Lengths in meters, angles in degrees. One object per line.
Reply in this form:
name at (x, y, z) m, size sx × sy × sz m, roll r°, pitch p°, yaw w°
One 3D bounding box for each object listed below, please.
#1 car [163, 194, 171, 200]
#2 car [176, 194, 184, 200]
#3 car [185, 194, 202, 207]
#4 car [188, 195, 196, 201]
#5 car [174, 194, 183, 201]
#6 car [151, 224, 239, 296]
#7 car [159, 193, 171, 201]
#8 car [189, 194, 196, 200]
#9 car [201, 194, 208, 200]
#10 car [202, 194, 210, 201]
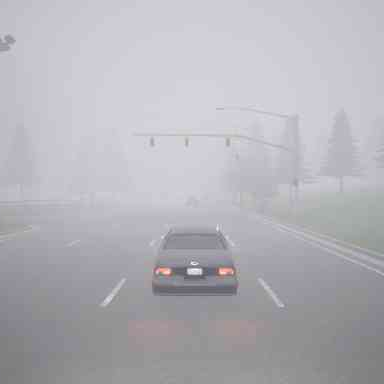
car at (-6.955, 1.385, 93.895) m, size 1.994 × 1.385 × 4.181 m, roll 0°, pitch 0°, yaw 0°
car at (-3.455, 1.358, 93.893) m, size 2.128 × 1.511 × 4.902 m, roll 0°, pitch 0°, yaw 0°
car at (0.023, 1.352, 52.829) m, size 2.097 × 1.767 × 4.553 m, roll 0°, pitch 0°, yaw 0°
car at (0.040, 1.531, 83.472) m, size 2.033 × 1.411 × 5.357 m, roll 0°, pitch 0°, yaw 0°
car at (-3.460, 1.517, 83.890) m, size 1.812 × 1.442 × 4.674 m, roll 0°, pitch 0°, yaw 0°
car at (0.070, 1.547, 8.790) m, size 2.033 × 1.411 × 5.357 m, roll 0°, pitch 0°, yaw 0°
car at (-6.960, 1.217, 83.505) m, size 2.150 × 2.045 × 5.566 m, roll 0°, pitch 0°, yaw 0°
car at (0.045, 1.310, 93.892) m, size 1.882 × 1.535 × 5.008 m, roll 0°, pitch 0°, yaw 0°
car at (3.545, 1.310, 93.890) m, size 1.882 × 1.535 × 5.008 m, roll 0°, pitch 0°, yaw 0°
car at (3.540, 1.492, 83.470) m, size 1.837 × 1.490 × 4.892 m, roll 0°, pitch 0°, yaw 0°
